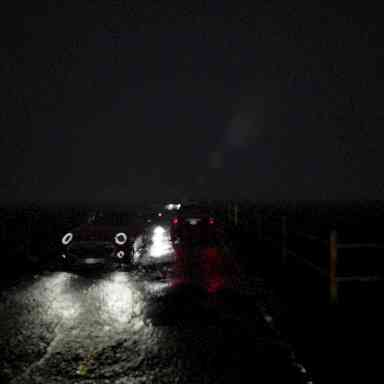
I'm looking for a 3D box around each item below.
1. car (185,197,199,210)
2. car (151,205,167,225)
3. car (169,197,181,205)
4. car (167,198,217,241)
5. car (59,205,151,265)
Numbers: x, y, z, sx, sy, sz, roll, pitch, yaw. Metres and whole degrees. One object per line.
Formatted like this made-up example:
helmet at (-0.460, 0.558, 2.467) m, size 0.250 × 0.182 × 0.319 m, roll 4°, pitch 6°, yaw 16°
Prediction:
car at (-0.018, 1.538, 44.831) m, size 1.837 × 1.490 × 4.892 m, roll 0°, pitch 0°, yaw 0°
car at (-2.872, 1.618, 24.648) m, size 1.895 × 1.301 × 4.718 m, roll 0°, pitch 0°, yaw 0°
car at (-2.954, 1.649, 60.114) m, size 1.895 × 1.301 × 4.718 m, roll 0°, pitch 0°, yaw 0°
car at (0.056, 1.362, 16.757) m, size 2.097 × 1.767 × 4.553 m, roll 0°, pitch 0°, yaw 0°
car at (-2.871, 1.359, 11.639) m, size 2.097 × 1.767 × 4.553 m, roll 0°, pitch 0°, yaw 0°
